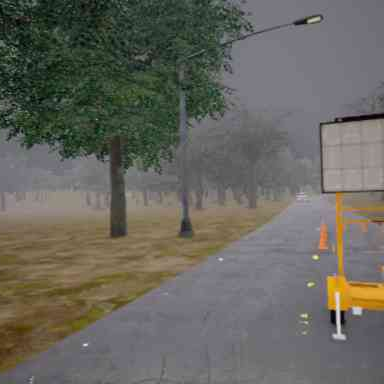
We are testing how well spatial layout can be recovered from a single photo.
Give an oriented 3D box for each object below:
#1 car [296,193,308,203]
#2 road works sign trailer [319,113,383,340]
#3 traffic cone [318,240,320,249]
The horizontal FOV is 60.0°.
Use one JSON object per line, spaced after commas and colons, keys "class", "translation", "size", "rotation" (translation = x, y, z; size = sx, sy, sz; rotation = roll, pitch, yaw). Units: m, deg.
{"class": "car", "translation": [23.356, 1.166, 70.444], "size": [2.150, 2.045, 5.566], "rotation": [-2, -1, 19]}
{"class": "road works sign trailer", "translation": [3.615, 0.390, 5.968], "size": [2.380, 3.560, 2.880], "rotation": [-2, 0, 22]}
{"class": "traffic cone", "translation": [5.075, 1.885, 12.932], "size": [0.340, 0.580, 0.340], "rotation": [-2, 0, 22]}
